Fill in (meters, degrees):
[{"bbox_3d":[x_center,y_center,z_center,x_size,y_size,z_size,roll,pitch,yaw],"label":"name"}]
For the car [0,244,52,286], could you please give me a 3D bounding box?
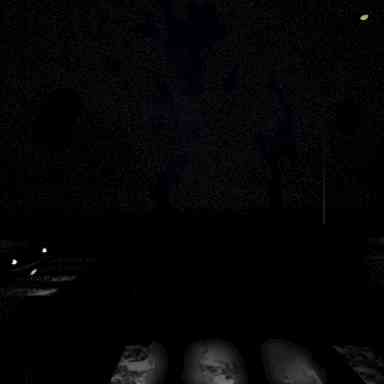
[{"bbox_3d":[-6.032,1.647,8.045,4.718,1.301,1.895,-1,0,1],"label":"car"}]
